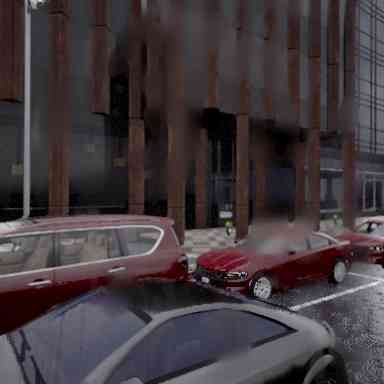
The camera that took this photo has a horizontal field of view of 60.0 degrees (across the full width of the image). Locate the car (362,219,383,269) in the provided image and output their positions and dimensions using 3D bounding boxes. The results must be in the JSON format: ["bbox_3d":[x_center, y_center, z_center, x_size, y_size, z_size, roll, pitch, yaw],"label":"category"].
[{"bbox_3d":[6.562,1.608,11.285,4.507,1.381,1.887,0,0,-35],"label":"car"}]

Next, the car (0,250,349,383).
[{"bbox_3d":[-0.515,1.570,2.882,4.181,1.385,1.994,0,0,-35],"label":"car"}]

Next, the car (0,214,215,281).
[{"bbox_3d":[-2.341,1.320,4.974,5.009,1.841,2.192,0,0,-35],"label":"car"}]

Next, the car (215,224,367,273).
[{"bbox_3d":[2.110,1.578,8.129,4.507,1.381,1.887,0,0,-35],"label":"car"}]
